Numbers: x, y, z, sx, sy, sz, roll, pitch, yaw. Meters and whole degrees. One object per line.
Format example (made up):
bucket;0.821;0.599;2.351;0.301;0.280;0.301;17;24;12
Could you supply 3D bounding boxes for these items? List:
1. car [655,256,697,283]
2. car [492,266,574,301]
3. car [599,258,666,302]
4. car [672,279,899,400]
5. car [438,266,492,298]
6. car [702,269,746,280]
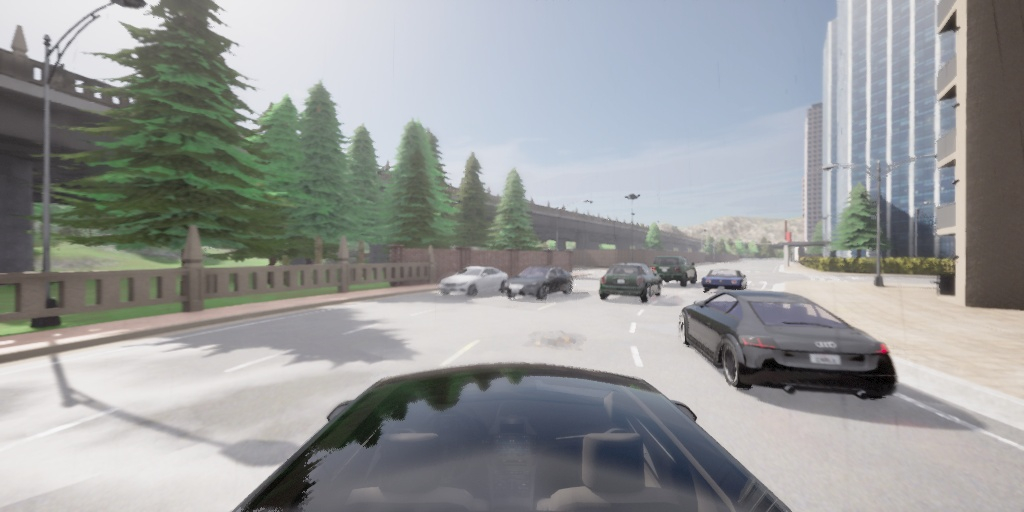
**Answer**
car;11.505;1.023;25.447;2.150;2.045;5.566;0;0;37
car;1.418;1.248;17.551;2.128;1.511;4.902;0;0;32
car;5.863;1.129;17.416;2.097;1.767;4.553;0;0;32
car;4.560;1.334;6.686;1.994;1.385;4.181;0;0;12
car;-1.837;1.268;18.828;1.812;1.442;4.674;0;0;30
car;12.376;1.406;20.748;1.895;1.301;4.718;0;0;36
